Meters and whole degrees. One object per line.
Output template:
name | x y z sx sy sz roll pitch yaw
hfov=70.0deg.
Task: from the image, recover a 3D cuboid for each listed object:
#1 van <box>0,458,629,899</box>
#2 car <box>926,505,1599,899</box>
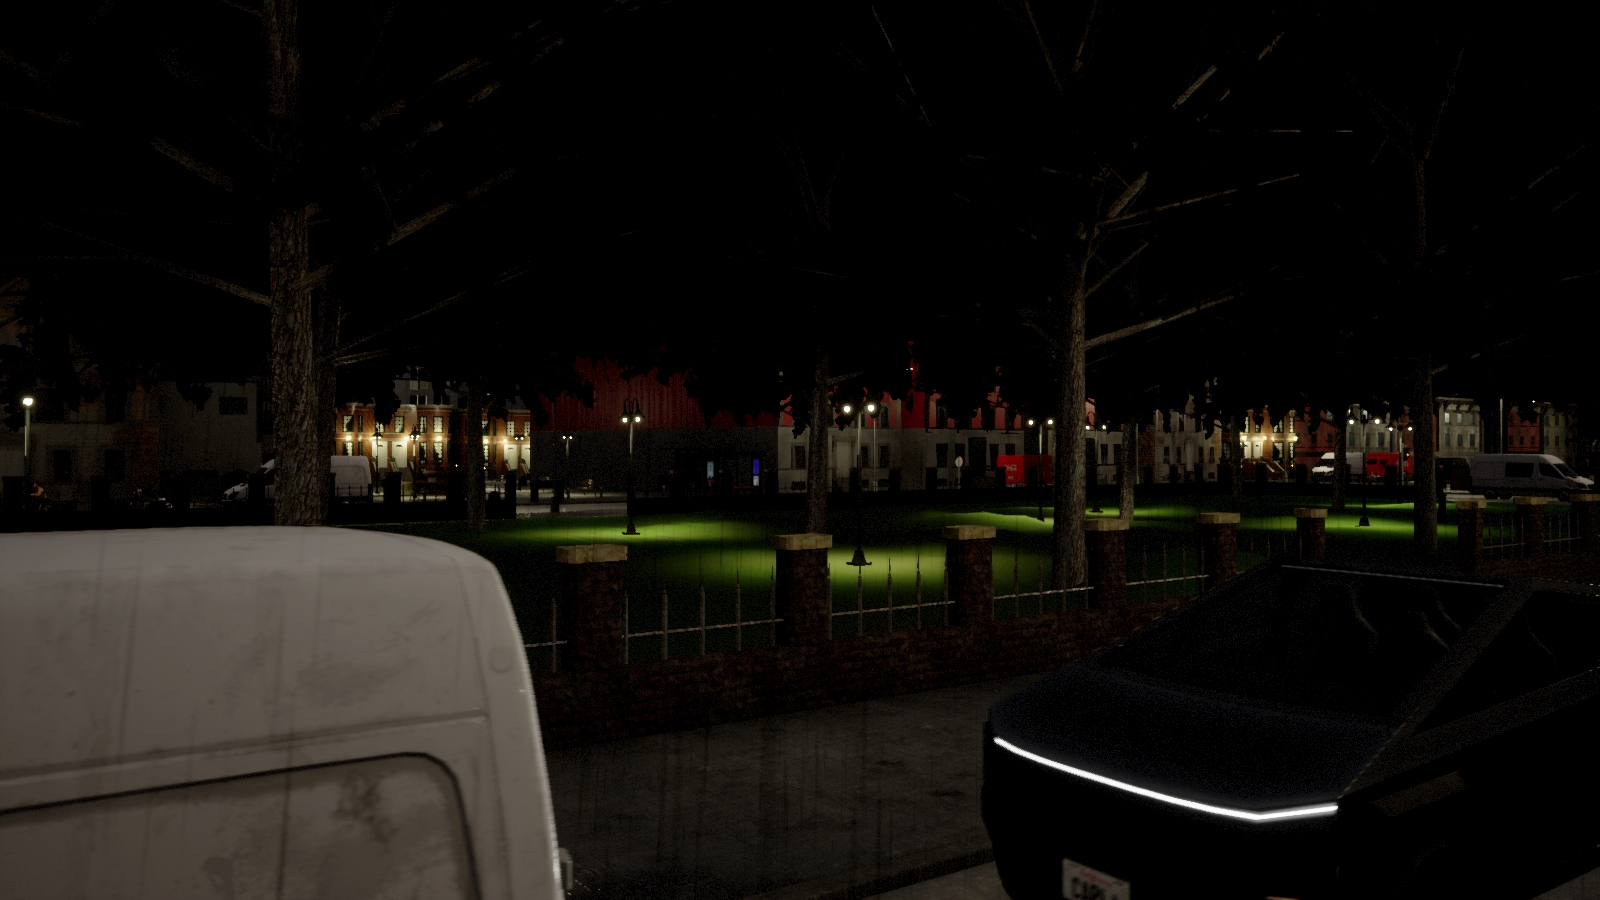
van | -3.427 1.314 2.008 5.915 2.561 1.988 0 0 -35
car | 3.977 1.530 7.205 6.274 2.098 2.390 0 0 -34
